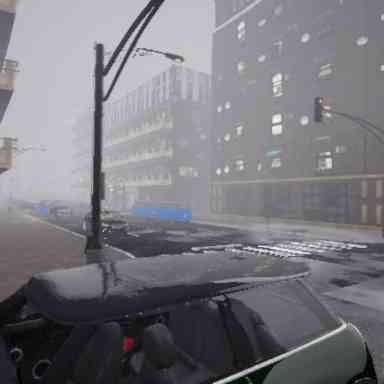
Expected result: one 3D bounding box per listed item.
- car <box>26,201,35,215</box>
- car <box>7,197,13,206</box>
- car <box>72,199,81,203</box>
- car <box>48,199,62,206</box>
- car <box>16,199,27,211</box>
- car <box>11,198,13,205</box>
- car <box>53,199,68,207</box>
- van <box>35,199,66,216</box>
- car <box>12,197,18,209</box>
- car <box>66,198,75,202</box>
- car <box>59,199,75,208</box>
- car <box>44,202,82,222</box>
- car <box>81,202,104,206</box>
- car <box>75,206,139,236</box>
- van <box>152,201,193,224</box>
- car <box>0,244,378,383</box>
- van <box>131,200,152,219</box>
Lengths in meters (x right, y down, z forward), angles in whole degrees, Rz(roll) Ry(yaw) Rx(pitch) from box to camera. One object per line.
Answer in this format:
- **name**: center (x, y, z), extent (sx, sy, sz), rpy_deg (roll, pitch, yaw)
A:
- **car**: center (-17.344, 1.868, 38.147), extent (2.008, 1.369, 4.403), rpy_deg (1, -1, -33)
- **car**: center (-35.709, 1.871, 66.245), extent (2.192, 1.841, 5.009), rpy_deg (1, -1, -33)
- **car**: center (-16.872, 2.153, 51.822), extent (1.802, 1.307, 4.206), rpy_deg (1, -1, -33)
- **car**: center (-29.117, 2.273, 70.551), extent (1.887, 1.381, 4.507), rpy_deg (1, -1, -33)
- **car**: center (-23.467, 1.964, 47.512), extent (1.947, 1.339, 4.313), rpy_deg (1, -1, -33)
- **car**: center (-29.590, 2.060, 56.876), extent (1.802, 1.307, 4.206), rpy_deg (1, -1, -33)
- **car**: center (-26.054, 2.130, 65.871), extent (1.967, 1.590, 4.097), rpy_deg (1, -1, -33)
- **van**: center (-14.280, 1.618, 33.469), extent (1.690, 1.788, 3.998), rpy_deg (1, -1, -33)
- **car**: center (-26.527, 1.878, 52.196), extent (1.967, 1.590, 4.097), rpy_deg (1, -1, -33)
- **car**: center (-19.932, 2.051, 56.506), extent (1.967, 1.590, 4.097), rpy_deg (1, -1, -33)
- **car**: center (-22.993, 2.091, 61.188), extent (1.967, 1.590, 4.097), rpy_deg (1, -1, -33)
- **car**: center (-11.222, 1.818, 28.783), extent (1.802, 1.307, 4.206), rpy_deg (1, -1, -33)
- **car**: center (-13.811, 2.075, 47.140), extent (1.887, 1.381, 4.507), rpy_deg (1, -1, -33)
- **car**: center (-5.099, 1.704, 19.419), extent (2.008, 1.369, 4.403), rpy_deg (1, -1, -33)
- **van**: center (-1.563, 1.708, 28.415), extent (1.690, 1.788, 3.998), rpy_deg (1, -1, -33)
- **car**: center (-0.702, 1.372, 2.369), extent (4.553, 1.767, 2.097), rpy_deg (1, -1, -34)
- **van**: center (-4.624, 1.750, 33.097), extent (1.690, 1.788, 3.998), rpy_deg (1, -1, -33)
